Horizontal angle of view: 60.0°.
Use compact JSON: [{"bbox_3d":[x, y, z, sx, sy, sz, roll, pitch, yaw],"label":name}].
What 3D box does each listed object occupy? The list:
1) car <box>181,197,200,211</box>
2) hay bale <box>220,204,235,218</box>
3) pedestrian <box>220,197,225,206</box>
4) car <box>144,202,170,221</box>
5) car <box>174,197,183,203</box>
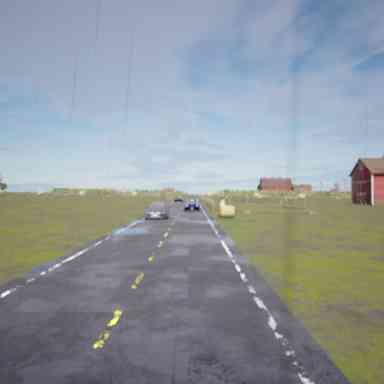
[{"bbox_3d":[0.026,1.635,41.119,1.895,1.301,4.718,0,0,1],"label":"car"},{"bbox_3d":[3.113,1.680,29.464,1.220,1.180,1.240,-1,-1,0],"label":"hay bale"},{"bbox_3d":[2.823,1.331,30.571,0.375,1.860,0.375,1,-1,2],"label":"pedestrian"},{"bbox_3d":[-2.850,1.549,28.007,1.812,1.442,4.674,0,0,0],"label":"car"},{"bbox_3d":[-2.755,1.639,69.902,1.895,1.301,4.718,0,0,0],"label":"car"}]
